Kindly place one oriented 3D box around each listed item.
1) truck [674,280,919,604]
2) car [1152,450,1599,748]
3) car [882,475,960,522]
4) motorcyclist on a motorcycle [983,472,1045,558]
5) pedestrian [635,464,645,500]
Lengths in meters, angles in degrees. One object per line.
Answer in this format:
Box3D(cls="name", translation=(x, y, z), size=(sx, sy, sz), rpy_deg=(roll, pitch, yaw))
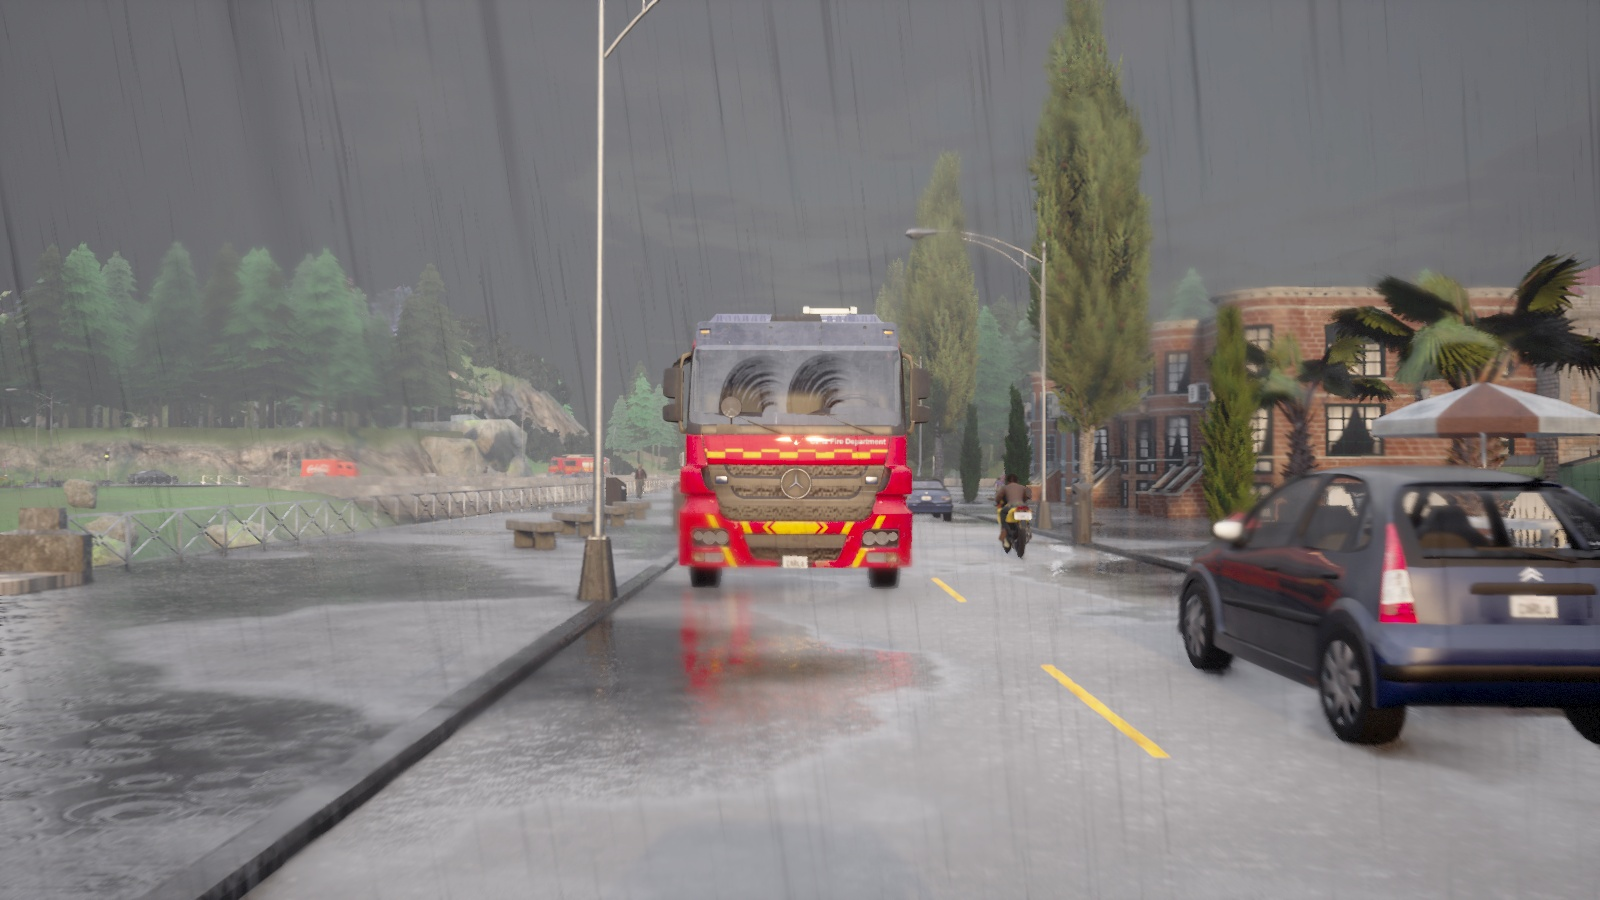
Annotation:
Box3D(cls="truck", translation=(-0.054, -0.030, 19.112), size=(2.891, 3.827, 8.468), rpy_deg=(0, -1, 0))
Box3D(cls="car", translation=(3.975, 0.845, 8.841), size=(1.851, 1.617, 3.988), rpy_deg=(0, -1, 0))
Box3D(cls="car", translation=(3.892, 1.539, 41.339), size=(2.033, 1.411, 5.357), rpy_deg=(0, -1, 0))
Box3D(cls="motorcyclist on a motorcycle", translation=(3.938, 1.170, 23.261), size=(0.797, 1.523, 2.044), rpy_deg=(0, -1, 0))
Box3D(cls="pedestrian", translation=(-8.162, 1.631, 64.135), size=(0.376, 1.854, 0.720), rpy_deg=(0, -1, 1))
